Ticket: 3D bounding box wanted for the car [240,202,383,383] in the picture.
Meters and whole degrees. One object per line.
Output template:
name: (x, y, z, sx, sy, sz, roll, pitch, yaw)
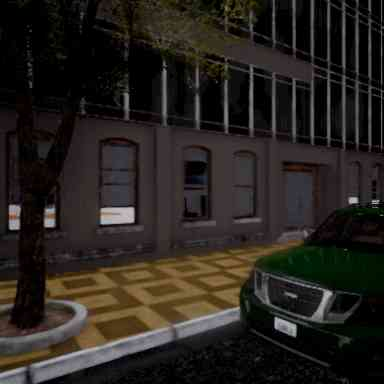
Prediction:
car: (3.323, 1.206, 5.429, 5.566, 2.045, 2.150, 0, 0, -35)
